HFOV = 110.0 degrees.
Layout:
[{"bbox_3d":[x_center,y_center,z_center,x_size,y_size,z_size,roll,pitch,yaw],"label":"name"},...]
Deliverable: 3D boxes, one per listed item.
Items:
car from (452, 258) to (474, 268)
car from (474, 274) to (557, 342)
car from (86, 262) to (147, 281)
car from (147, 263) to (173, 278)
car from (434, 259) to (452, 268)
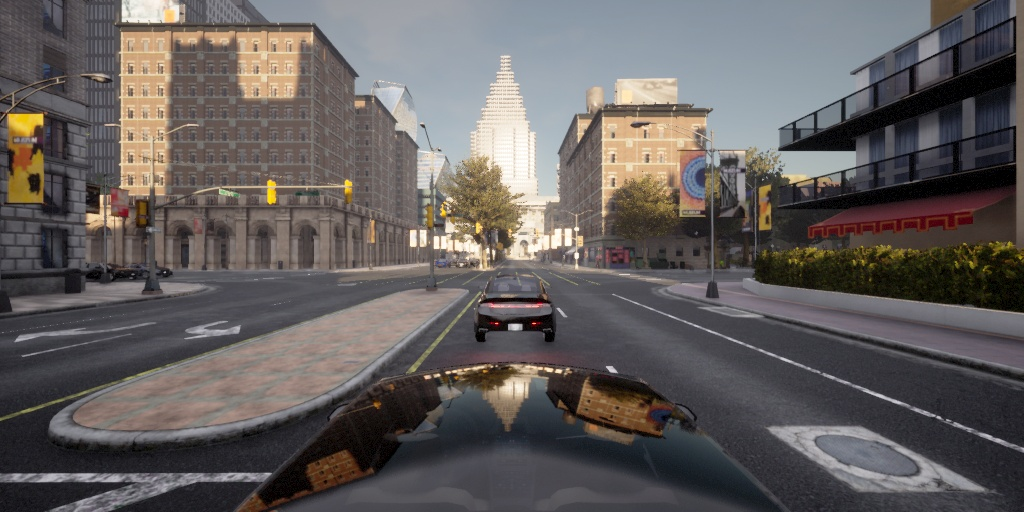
[{"bbox_3d":[-8.058,1.241,59.573,2.128,1.511,4.902,0,0,0],"label":"car"},{"bbox_3d":[0.079,1.242,9.756,2.128,1.511,4.902,0,0,0],"label":"car"},{"bbox_3d":[-33.348,1.228,29.178,5.008,1.535,1.882,0,0,0],"label":"car"},{"bbox_3d":[-33.636,1.314,32.670,4.181,1.385,1.994,0,0,-1],"label":"car"},{"bbox_3d":[-11.554,1.227,59.987,1.882,1.535,5.008,0,0,0],"label":"car"}]
